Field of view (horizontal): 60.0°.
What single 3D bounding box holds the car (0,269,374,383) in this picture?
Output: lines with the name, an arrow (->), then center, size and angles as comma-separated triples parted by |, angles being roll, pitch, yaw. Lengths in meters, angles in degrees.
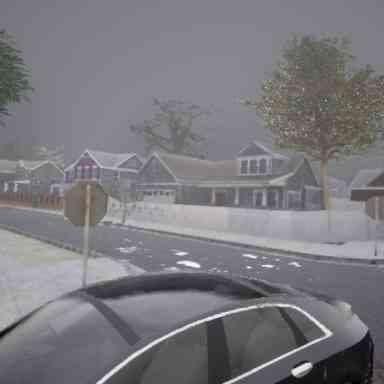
car -> -0.435, 1.532, 2.638 | 4.892, 1.490, 1.837 | 1, -1, -35
